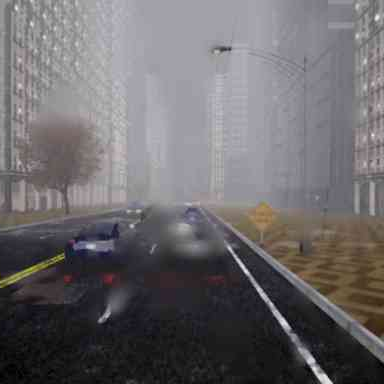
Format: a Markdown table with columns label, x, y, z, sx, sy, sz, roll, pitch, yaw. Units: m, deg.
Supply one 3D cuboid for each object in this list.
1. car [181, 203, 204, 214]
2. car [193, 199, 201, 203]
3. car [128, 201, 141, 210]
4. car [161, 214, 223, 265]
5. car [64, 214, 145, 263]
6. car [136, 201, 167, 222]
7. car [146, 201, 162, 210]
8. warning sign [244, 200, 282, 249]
| label | x | y | z | sx | sy | sz | roll | pitch | yaw |
| --- | --- | --- | --- | --- | --- | --- | --- | --- | --- |
| car | 0.053 | 1.897 | 27.991 | 1.812 | 1.442 | 4.674 | 0 | 0 | 0 |
| car | 1.134 | 2.514 | 79.778 | 1.801 | 1.575 | 5.366 | 0 | -1 | 0 |
| car | -9.806 | 2.239 | 57.416 | 1.882 | 1.535 | 5.008 | 0 | -1 | 0 |
| car | 0.049 | 1.731 | 12.450 | 1.994 | 1.385 | 4.181 | 0 | -1 | 0 |
| car | -3.201 | 1.734 | 12.631 | 1.994 | 1.385 | 4.181 | 0 | -1 | 0 |
| car | -3.197 | 1.856 | 28.507 | 1.882 | 1.535 | 5.008 | 0 | 0 | 0 |
| car | -6.547 | 2.310 | 57.442 | 2.033 | 1.411 | 5.357 | 0 | -1 | 1 |
| warning sign | 2.864 | 1.297 | 13.573 | 1.300 | 1.860 | 1.060 | 1 | 0 | 0 |
